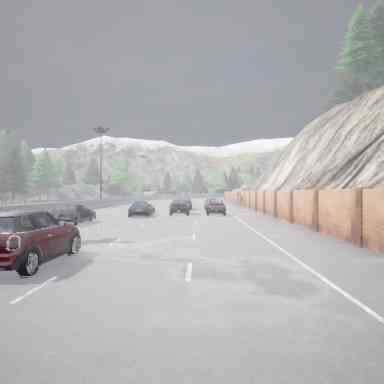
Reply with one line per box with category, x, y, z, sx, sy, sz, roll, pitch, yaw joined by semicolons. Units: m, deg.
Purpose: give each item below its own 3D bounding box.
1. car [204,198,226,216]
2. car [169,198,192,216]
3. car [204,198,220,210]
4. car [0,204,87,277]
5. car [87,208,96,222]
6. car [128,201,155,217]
car;2.312;1.491;32.820;2.128;1.511;4.902;0;0;1
car;-1.184;1.505;33.046;1.837;1.490;4.892;0;0;1
car;2.550;1.526;43.266;1.812;1.442;4.674;0;0;1
car;-5.207;1.352;10.440;2.097;1.767;4.553;0;0;1
car;-8.406;1.547;23.420;2.033;1.411;5.357;0;0;1
car;-4.718;1.563;31.527;1.994;1.385;4.181;0;0;1
